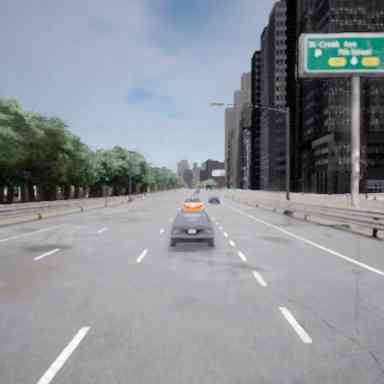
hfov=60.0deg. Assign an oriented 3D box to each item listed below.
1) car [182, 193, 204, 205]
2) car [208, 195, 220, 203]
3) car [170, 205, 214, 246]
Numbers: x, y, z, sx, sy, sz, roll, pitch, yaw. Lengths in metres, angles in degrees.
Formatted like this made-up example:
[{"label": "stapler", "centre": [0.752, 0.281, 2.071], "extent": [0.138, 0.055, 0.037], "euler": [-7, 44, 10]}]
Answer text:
[{"label": "car", "centre": [0.102, 1.312, 32.815], "extent": [2.097, 1.767, 4.553], "euler": [0, 0, 0]}, {"label": "car", "centre": [3.967, 1.317, 60.497], "extent": [1.812, 1.442, 4.674], "euler": [0, 0, 1]}, {"label": "car", "centre": [0.017, 1.546, 15.177], "extent": [2.033, 1.411, 5.357], "euler": [0, 0, 0]}]
